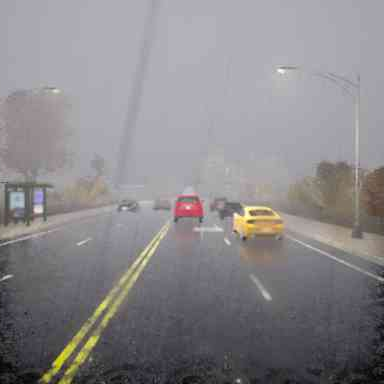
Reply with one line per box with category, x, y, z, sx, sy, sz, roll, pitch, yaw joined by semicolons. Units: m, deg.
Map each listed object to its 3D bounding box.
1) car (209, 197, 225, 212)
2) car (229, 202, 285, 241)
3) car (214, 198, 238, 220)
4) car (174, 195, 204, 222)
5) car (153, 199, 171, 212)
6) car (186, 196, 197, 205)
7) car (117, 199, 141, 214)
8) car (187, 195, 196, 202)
car;3.174;1.349;38.832;2.097;1.767;4.553;0;0;0
car;3.223;1.481;16.862;1.882;1.535;5.008;0;0;0
car;3.199;1.506;27.862;1.837;1.490;4.892;0;0;0
car;-0.216;1.225;26.520;2.150;2.045;5.566;0;0;1
car;-3.424;1.545;38.694;2.033;1.411;5.357;0;0;0
car;-0.039;1.505;58.610;1.812;1.442;4.674;0;0;0
car;-6.667;1.492;35.364;2.128;1.511;4.902;0;0;0
car;-0.155;1.440;74.614;1.882;1.535;5.008;0;0;0
